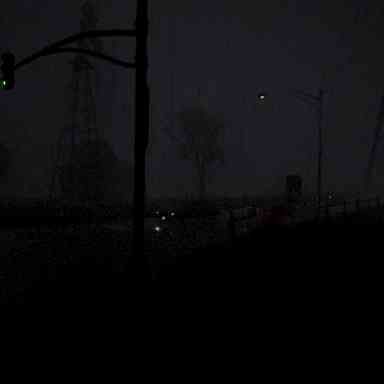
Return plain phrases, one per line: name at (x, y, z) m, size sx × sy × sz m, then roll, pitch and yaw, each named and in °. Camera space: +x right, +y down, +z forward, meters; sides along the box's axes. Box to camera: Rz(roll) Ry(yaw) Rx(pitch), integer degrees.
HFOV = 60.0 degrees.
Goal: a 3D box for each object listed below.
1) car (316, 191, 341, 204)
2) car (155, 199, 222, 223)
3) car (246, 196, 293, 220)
car at (18.677, 0.655, 45.332) m, size 2.097 × 1.767 × 4.553 m, roll 2°, pitch 2°, yaw 41°
car at (-0.087, 1.223, 23.028) m, size 2.033 × 1.411 × 5.357 m, roll 2°, pitch 2°, yaw 40°
car at (5.907, 1.250, 24.574) m, size 1.994 × 1.385 × 4.181 m, roll 2°, pitch 2°, yaw 40°
